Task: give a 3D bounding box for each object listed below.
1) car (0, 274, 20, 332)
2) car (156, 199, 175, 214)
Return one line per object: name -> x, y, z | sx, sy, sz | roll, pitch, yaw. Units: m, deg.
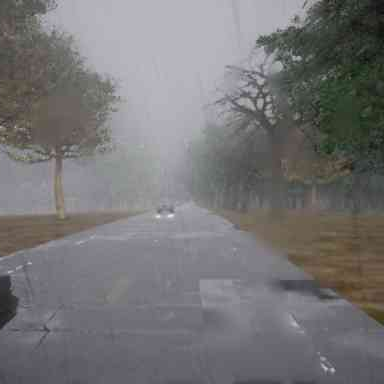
car -> -3.602, 1.558, 2.828 | 2.033, 1.411, 5.357 | 0, 0, 0
car -> -3.581, 1.933, 45.545 | 2.150, 2.045, 5.566 | 0, -2, 0
